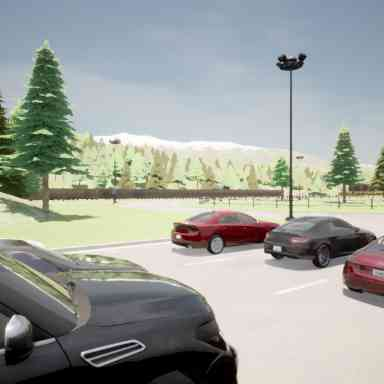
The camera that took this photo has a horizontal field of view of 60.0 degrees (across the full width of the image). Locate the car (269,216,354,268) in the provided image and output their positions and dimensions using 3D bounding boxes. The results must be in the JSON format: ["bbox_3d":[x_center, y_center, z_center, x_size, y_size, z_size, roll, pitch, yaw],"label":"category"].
[{"bbox_3d":[4.423,1.526,11.252,4.674,1.442,1.812,0,0,-35],"label":"car"}]

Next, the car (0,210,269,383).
[{"bbox_3d":[-2.224,1.221,2.152,5.566,2.045,2.150,0,0,-36],"label":"car"}]

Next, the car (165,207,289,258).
[{"bbox_3d":[1.529,1.478,13.496,5.008,1.535,1.882,0,0,-35],"label":"car"}]

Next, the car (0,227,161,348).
[{"bbox_3d":[-3.363,1.547,5.647,5.357,1.411,2.033,0,0,-36],"label":"car"}]

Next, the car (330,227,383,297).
[{"bbox_3d":[5.354,1.564,7.632,4.181,1.385,1.994,0,0,-34],"label":"car"}]

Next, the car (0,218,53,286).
[{"bbox_3d":[-6.044,1.526,8.030,4.674,1.442,1.812,0,0,-36],"label":"car"}]
